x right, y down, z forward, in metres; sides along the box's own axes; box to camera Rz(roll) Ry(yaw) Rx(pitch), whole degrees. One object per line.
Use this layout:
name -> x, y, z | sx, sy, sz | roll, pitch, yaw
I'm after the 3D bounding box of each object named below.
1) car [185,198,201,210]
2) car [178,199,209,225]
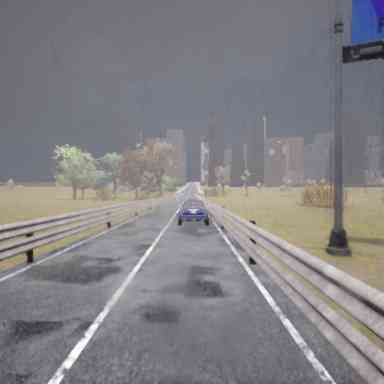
car -> 0.093, 1.550, 42.456 | 1.994, 1.385, 4.181 | 0, 0, 0
car -> 0.097, 1.344, 24.182 | 2.097, 1.767, 4.553 | 0, 0, 0
